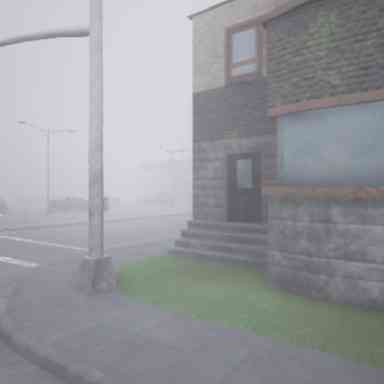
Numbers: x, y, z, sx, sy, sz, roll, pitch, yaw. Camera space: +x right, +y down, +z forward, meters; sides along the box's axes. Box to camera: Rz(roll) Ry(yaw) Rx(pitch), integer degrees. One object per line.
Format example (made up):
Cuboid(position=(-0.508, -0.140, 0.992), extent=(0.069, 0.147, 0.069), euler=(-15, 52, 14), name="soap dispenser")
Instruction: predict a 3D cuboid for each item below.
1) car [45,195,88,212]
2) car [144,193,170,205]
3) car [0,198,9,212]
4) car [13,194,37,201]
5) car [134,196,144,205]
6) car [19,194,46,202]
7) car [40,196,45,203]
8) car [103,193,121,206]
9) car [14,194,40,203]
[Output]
Cuboid(position=(-12.507, 1.296, 34.947), extent=(2.007, 1.523, 4.514), euler=(0, 0, 35), name="car")
Cuboid(position=(-5.101, 1.072, 51.626), extent=(1.905, 1.878, 3.866), euler=(0, 0, 35), name="car")
Cuboid(position=(-19.582, 1.228, 31.335), extent=(1.970, 1.475, 3.806), euler=(0, 0, 35), name="car")
Cuboid(position=(-37.959, 1.311, 75.681), extent=(2.007, 1.523, 4.514), euler=(0, 0, 35), name="car")
Cuboid(position=(-7.453, 1.354, 54.054), extent=(1.970, 1.475, 3.806), euler=(0, 0, 35), name="car")
Cuboid(position=(-35.375, 1.304, 73.903), extent=(2.152, 1.636, 5.027), euler=(0, 0, 35), name="car")
Cuboid(position=(-22.074, 1.284, 54.940), extent=(2.007, 1.523, 4.514), euler=(0, 0, 35), name="car")
Cuboid(position=(-12.346, 1.091, 47.128), extent=(1.932, 1.855, 4.605), euler=(0, 0, 35), name="car")
Cuboid(position=(-30.186, 1.300, 60.777), extent=(1.845, 1.501, 3.633), euler=(0, 0, 35), name="car")
